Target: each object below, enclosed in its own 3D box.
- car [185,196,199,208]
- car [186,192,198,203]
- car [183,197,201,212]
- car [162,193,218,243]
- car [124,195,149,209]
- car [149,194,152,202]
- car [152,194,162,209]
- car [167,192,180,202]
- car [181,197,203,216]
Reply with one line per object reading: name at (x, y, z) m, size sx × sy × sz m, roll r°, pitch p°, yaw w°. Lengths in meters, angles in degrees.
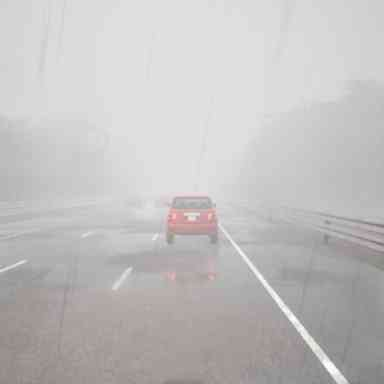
car at (0.024, 1.261, 43.109) m, size 1.812 × 1.442 × 4.674 m, roll 0°, pitch 1°, yaw 1°
car at (0.075, 0.975, 61.143) m, size 2.097 × 1.767 × 4.553 m, roll 0°, pitch 0°, yaw 0°
car at (-0.016, 1.301, 36.146) m, size 1.812 × 1.442 × 4.674 m, roll 0°, pitch 0°, yaw -1°
car at (0.000, 1.109, 15.558) m, size 2.150 × 2.045 × 5.566 m, roll 0°, pitch 0°, yaw 0°
car at (-6.983, 1.098, 41.123) m, size 2.097 × 1.767 × 4.553 m, roll 0°, pitch 0°, yaw 0°
car at (-6.926, 1.151, 60.783) m, size 1.812 × 1.442 × 4.674 m, roll 0°, pitch 1°, yaw 0°
car at (-3.476, 1.221, 41.626) m, size 1.882 × 1.535 × 5.008 m, roll 0°, pitch 1°, yaw 0°
car at (-3.424, 0.972, 61.547) m, size 2.097 × 1.767 × 4.553 m, roll 0°, pitch 0°, yaw 0°
car at (-0.040, 1.278, 31.081) m, size 1.882 × 1.535 × 5.008 m, roll 0°, pitch 0°, yaw -2°
